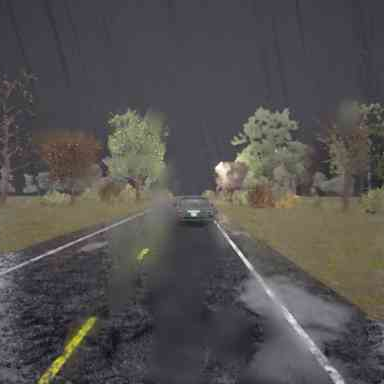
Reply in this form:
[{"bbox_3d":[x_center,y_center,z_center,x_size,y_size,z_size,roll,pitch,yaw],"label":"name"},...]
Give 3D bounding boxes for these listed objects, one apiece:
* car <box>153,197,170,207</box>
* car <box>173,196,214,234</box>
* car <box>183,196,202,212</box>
[{"bbox_3d":[-3.511,1.344,38.953,1.812,1.442,4.674,0,0,0],"label":"car"},{"bbox_3d":[0.095,1.222,19.383,2.150,2.045,5.566,0,0,0],"label":"car"},{"bbox_3d":[0.089,1.357,39.175,2.097,1.767,4.553,0,0,0],"label":"car"}]
